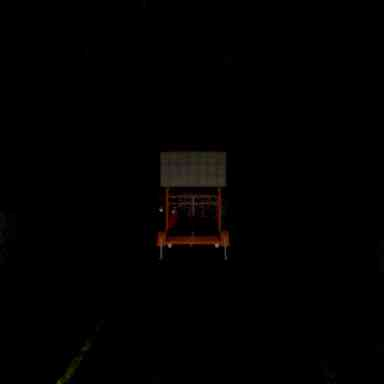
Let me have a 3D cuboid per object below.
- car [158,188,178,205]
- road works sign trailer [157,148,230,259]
[{"bbox_3d":[-2.918,0.561,41.818,2.150,2.045,5.566,0,1,0],"label":"car"},{"bbox_3d":[0.048,0.272,11.647,2.380,3.560,2.880,0,1,0],"label":"road works sign trailer"}]
